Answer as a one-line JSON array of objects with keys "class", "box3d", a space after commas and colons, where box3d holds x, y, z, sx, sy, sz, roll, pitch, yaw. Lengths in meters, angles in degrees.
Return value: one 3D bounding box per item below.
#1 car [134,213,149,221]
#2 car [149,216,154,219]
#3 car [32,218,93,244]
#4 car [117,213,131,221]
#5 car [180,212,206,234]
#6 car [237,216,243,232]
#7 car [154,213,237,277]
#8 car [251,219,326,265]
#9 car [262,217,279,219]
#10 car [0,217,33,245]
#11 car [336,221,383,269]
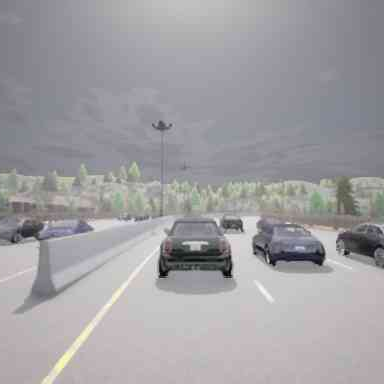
[{"class": "car", "box3d": [-9.751, 4.895, 65.464, 2.033, 1.411, 5.357, -1, -3, 7]}, {"class": "car", "box3d": [-6.362, 4.881, 64.252, 1.895, 1.301, 4.718, 0, -3, 6]}, {"class": "car", "box3d": [-7.101, 2.254, 19.283, 1.812, 1.442, 4.674, 0, -3, 0]}, {"class": "car", "box3d": [-13.275, 4.847, 65.226, 2.128, 1.511, 4.902, 0, -3, 5]}, {"class": "car", "box3d": [0.097, 2.638, 29.135, 2.097, 1.767, 4.553, 0, -3, 0]}, {"class": "car", "box3d": [3.597, 2.882, 31.224, 1.882, 1.535, 5.008, 0, -3, 0]}, {"class": "car", "box3d": [0.099, 1.640, 11.223, 2.097, 1.767, 4.553, 0, -3, 0]}, {"class": "car", "box3d": [3.599, 1.945, 13.098, 1.994, 1.385, 4.181, 0, -3, 0]}, {"class": "car", "box3d": [7.098, 2.918, 30.327, 1.994, 1.385, 4.181, 0, -3, 0]}, {"class": "car", "box3d": [-10.601, 2.265, 20.057, 2.128, 1.511, 4.902, 0, -3, 0]}, {"class": "car", "box3d": [7.099, 1.835, 12.366, 2.128, 1.511, 4.902, 0, -3, 0]}]
